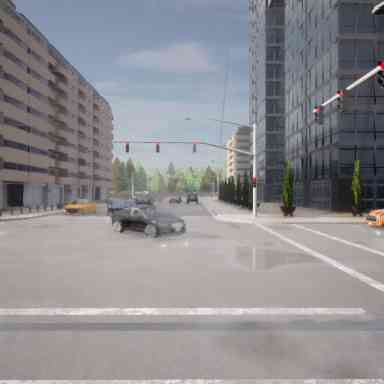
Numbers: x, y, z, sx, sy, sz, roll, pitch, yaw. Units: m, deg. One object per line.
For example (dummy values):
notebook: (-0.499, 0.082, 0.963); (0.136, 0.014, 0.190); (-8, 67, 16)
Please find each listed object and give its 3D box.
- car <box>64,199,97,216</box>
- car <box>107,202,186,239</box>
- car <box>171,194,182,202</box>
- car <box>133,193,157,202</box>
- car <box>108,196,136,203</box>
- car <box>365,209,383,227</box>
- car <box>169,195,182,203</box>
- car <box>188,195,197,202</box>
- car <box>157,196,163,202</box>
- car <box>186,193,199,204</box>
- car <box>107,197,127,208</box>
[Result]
car: (-10.919, 1.477, 32.839); (1.882, 1.535, 5.008); (0, 0, 1)
car: (-2.428, 1.517, 17.589); (4.902, 1.511, 2.128); (0, 0, 44)
car: (-3.391, 1.355, 74.340); (2.097, 1.767, 4.553); (0, 0, 1)
car: (-7.278, 1.221, 51.350); (2.150, 2.045, 5.566); (0, 0, 1)
car: (-7.403, 1.478, 34.390); (1.882, 1.535, 5.008); (0, 0, 0)
car: (13.584, 1.407, 21.176); (4.553, 1.767, 2.097); (0, 0, 0)
car: (-3.416, 1.526, 64.323); (1.812, 1.442, 4.674); (0, 0, 1)
car: (0.116, 1.500, 74.616); (1.837, 1.490, 4.892); (0, 0, 1)
car: (-6.962, 1.554, 68.821); (2.033, 1.411, 5.357); (0, 0, 1)
car: (0.078, 1.221, 63.904); (2.150, 2.045, 5.566); (0, 0, 1)
car: (-10.818, 1.525, 48.071); (1.812, 1.442, 4.674); (0, 0, 1)
